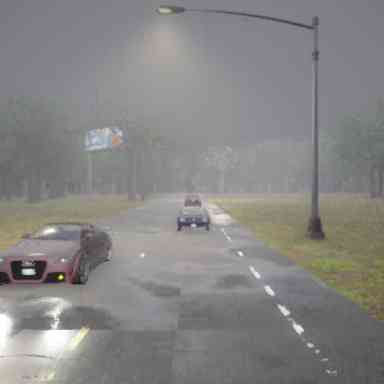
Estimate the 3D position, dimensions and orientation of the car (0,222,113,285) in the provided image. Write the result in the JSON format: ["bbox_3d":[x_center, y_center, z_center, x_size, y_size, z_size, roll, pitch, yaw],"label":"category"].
[{"bbox_3d":[-3.587,1.553,9.287,1.994,1.385,4.181,0,0,0],"label":"car"}]

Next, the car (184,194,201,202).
[{"bbox_3d":[0.115,1.020,41.929,2.097,1.767,4.553,0,1,0],"label":"car"}]

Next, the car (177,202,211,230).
[{"bbox_3d":[0.097,1.531,20.372,1.895,1.301,4.718,0,0,0],"label":"car"}]
